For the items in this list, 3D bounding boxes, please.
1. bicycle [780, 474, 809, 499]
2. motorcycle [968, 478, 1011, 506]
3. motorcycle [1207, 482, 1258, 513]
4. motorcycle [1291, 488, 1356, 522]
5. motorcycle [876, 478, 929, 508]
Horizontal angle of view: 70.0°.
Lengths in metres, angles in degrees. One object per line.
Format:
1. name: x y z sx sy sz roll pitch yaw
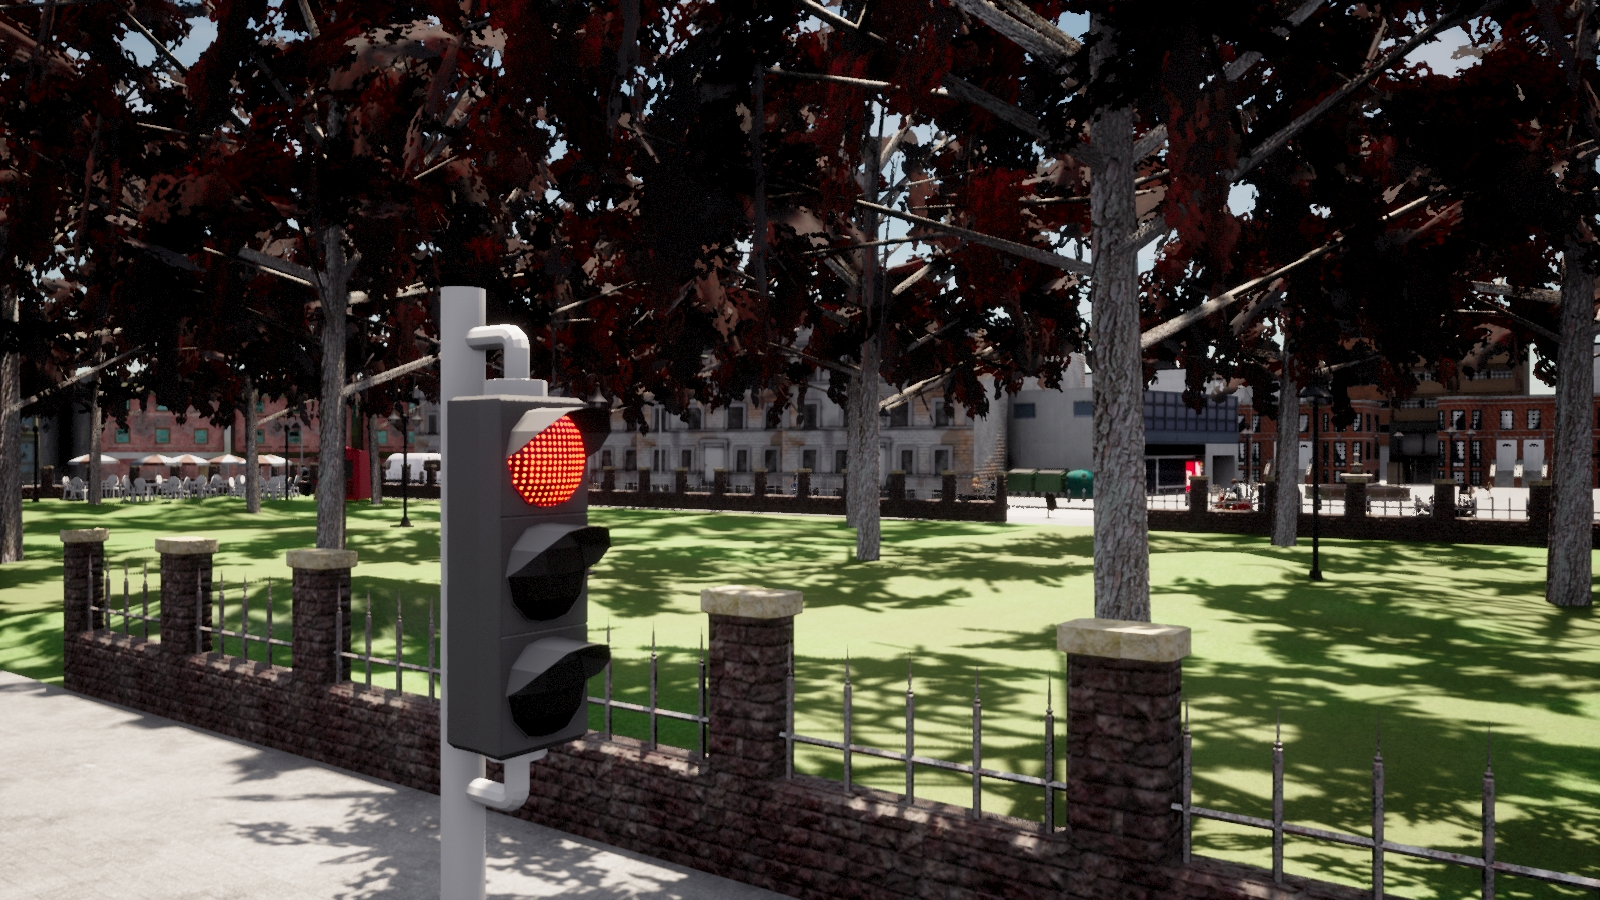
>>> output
1. bicycle: -0.289 1.926 60.573 1.643 1.296 0.373 0 0 36
2. motorcycle: 8.911 1.955 53.831 1.805 1.236 0.856 0 0 36
3. motorcycle: 17.884 1.958 47.297 1.805 1.236 0.856 0 0 36
4. motorcycle: 19.036 1.992 41.577 2.033 1.145 0.803 -1 0 36
5. motorcycle: 4.668 1.942 52.034 2.356 1.277 0.764 0 0 36
